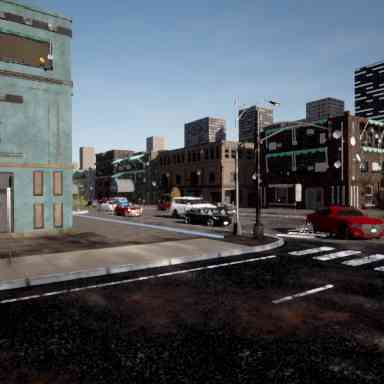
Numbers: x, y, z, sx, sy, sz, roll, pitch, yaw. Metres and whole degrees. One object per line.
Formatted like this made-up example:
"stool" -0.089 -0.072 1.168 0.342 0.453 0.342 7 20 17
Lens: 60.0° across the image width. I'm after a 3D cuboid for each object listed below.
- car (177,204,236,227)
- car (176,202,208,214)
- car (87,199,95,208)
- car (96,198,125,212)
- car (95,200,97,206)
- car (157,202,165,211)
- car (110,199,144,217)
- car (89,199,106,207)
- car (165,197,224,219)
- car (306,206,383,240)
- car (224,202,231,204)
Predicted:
"car" 1.084 1.814 24.902 1.947 1.339 4.313 -2 0 -36
"car" -0.074 1.903 41.137 1.802 1.307 4.206 -2 0 -36
"car" -19.206 2.159 63.449 2.128 1.511 4.902 -1 0 -36
"car" -11.510 2.034 47.240 1.812 1.442 4.674 -1 0 -35
"car" -16.180 1.939 63.646 2.192 1.841 5.009 -1 0 -36
"car" -3.293 1.966 45.638 1.802 1.307 4.206 -2 0 -36
"car" -6.892 1.846 36.259 1.967 1.590 4.097 -1 0 -36
"car" -19.395 2.227 68.148 1.887 1.381 4.507 -1 0 -36
"car" 0.119 1.500 30.928 2.150 2.045 5.566 -1 0 -35
"car" 7.752 1.518 17.215 1.882 1.535 5.008 0 -2 -7
"car" 3.145 1.809 36.634 2.008 1.369 4.403 -2 0 -36
